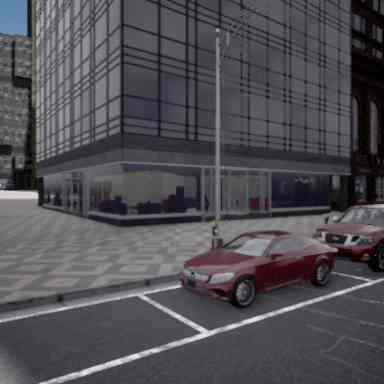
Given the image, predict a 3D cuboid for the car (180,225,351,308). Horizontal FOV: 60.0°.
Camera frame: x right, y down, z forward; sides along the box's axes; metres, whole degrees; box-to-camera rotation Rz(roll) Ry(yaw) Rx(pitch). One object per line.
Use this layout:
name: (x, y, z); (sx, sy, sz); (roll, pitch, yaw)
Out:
car: (1.702, 1.598, 7.870); (4.206, 1.307, 1.802); (0, 0, -36)

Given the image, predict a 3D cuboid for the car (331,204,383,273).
car: (6.118, 1.348, 11.023); (5.009, 1.841, 2.192); (0, 0, -36)
